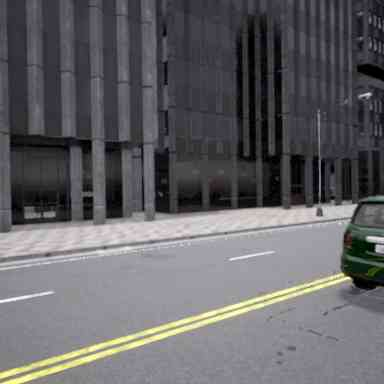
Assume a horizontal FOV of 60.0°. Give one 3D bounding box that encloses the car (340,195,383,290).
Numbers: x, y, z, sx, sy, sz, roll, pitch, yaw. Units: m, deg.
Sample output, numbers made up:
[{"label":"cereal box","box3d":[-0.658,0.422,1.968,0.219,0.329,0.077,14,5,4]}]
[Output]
[{"label":"car","box3d":[5.584,1.054,7.421,5.566,2.045,2.150,-1,1,-35]}]
